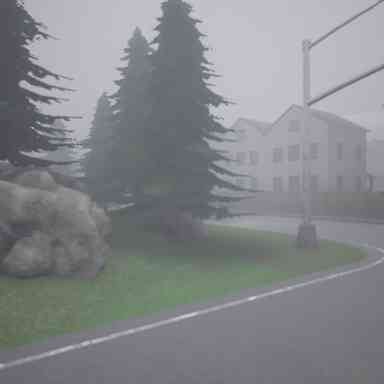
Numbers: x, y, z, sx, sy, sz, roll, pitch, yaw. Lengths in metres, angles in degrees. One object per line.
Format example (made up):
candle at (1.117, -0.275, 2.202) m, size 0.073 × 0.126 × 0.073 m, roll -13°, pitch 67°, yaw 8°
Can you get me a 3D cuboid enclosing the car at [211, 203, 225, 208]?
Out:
car at (0.745, 1.116, 26.929) m, size 2.150 × 2.045 × 5.566 m, roll 0°, pitch 0°, yaw -35°
